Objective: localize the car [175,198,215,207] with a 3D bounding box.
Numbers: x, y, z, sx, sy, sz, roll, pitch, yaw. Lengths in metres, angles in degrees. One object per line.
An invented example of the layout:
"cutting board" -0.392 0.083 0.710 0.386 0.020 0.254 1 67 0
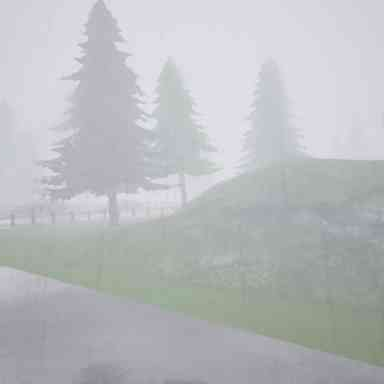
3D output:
"car" 0.484 1.462 43.639 5.357 1.411 2.033 0 0 -35

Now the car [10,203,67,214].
"car" -14.201 1.386 31.023 2.128 1.511 4.902 0 0 44

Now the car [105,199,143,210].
"car" -7.571 1.466 37.357 4.181 1.385 1.994 0 0 -40
